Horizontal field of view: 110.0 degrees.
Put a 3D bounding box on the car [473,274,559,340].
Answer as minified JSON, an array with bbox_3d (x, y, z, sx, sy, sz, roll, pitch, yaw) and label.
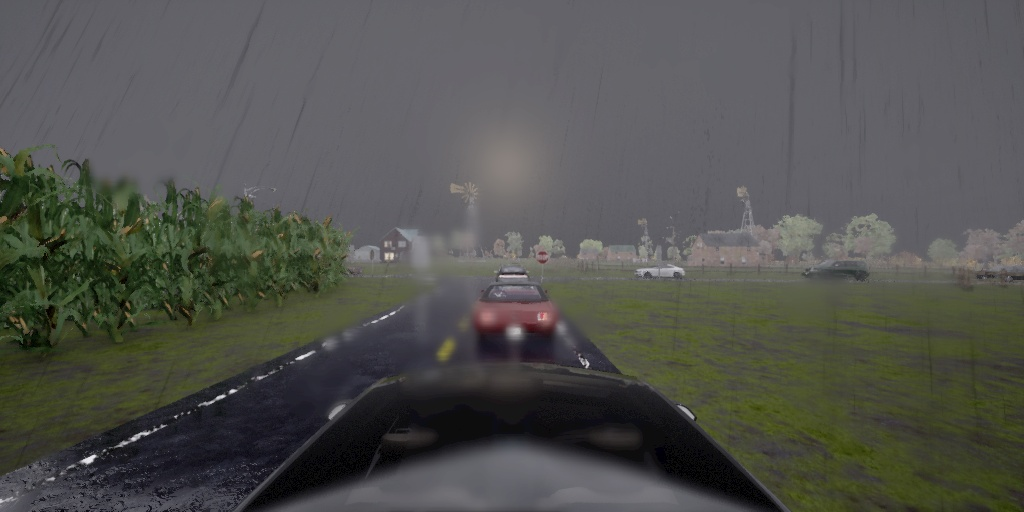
[{"bbox_3d":[0.085,1.352,9.960,1.895,1.301,4.718,0,0,0],"label":"car"}]

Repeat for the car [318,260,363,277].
[{"bbox_3d":[-15.883,1.075,32.177,4.674,1.442,1.812,1,-1,0],"label":"car"}]

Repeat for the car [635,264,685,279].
[{"bbox_3d":[14.523,1.503,35.320,4.674,1.442,1.812,1,-1,0],"label":"car"}]

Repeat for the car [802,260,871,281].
[{"bbox_3d":[32.026,1.415,35.436,5.566,2.045,2.150,1,-1,0],"label":"car"}]

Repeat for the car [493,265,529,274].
[{"bbox_3d":[-0.029,1.245,20.806,2.128,1.511,4.902,0,0,-2],"label":"car"}]

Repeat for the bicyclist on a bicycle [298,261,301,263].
[{"bbox_3d":[-22.752,0.993,38.101,0.582,1.620,1.656,1,0,0],"label":"bicyclist on a bicycle"}]

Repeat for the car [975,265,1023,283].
[{"bbox_3d":[49.002,1.675,35.448,4.553,1.767,2.097,1,-1,0],"label":"car"}]
